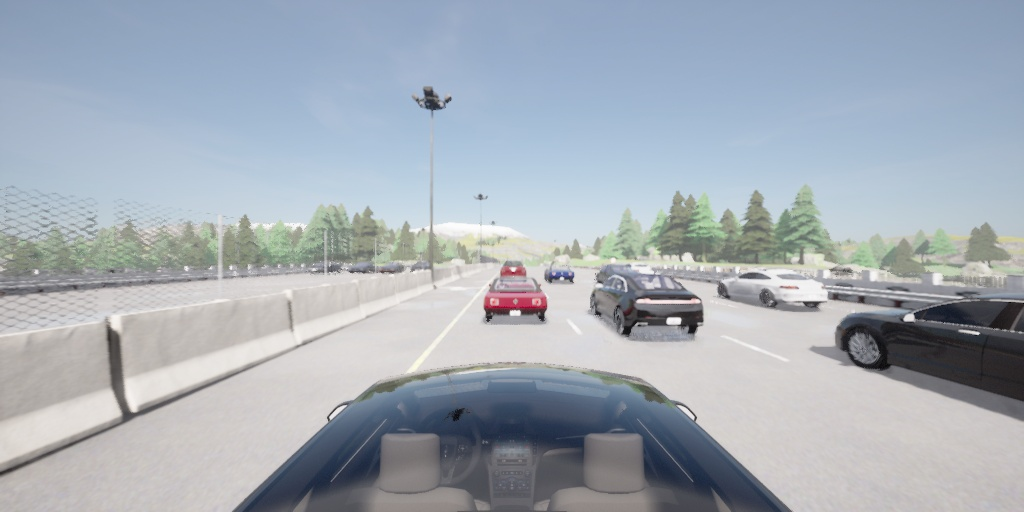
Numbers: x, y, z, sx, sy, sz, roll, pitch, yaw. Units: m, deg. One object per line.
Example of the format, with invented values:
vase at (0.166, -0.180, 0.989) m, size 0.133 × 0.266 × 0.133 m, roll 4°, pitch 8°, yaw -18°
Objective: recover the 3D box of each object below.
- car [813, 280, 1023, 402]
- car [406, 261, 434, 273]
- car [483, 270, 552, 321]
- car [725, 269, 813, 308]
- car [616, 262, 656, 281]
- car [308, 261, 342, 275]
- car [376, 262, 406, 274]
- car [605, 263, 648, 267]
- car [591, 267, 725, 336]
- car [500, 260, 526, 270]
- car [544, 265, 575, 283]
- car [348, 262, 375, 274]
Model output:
car at (7.097, 1.254, 4.849) m, size 1.837 × 1.490 × 4.892 m, roll 0°, pitch 0°, yaw 0°
car at (-10.583, 1.376, 42.453) m, size 1.837 × 1.490 × 4.892 m, roll 0°, pitch -1°, yaw 0°
car at (0.099, 1.345, 12.481) m, size 1.895 × 1.301 × 4.718 m, roll 0°, pitch 0°, yaw 0°
car at (10.584, 1.269, 14.944) m, size 1.812 × 1.442 × 4.674 m, roll 0°, pitch 0°, yaw 0°
car at (10.585, 1.292, 30.870) m, size 1.812 × 1.442 × 4.674 m, roll 0°, pitch 0°, yaw 0°
car at (-21.087, 1.340, 40.679) m, size 2.128 × 1.511 × 4.902 m, roll 0°, pitch -1°, yaw 0°
car at (-14.081, 1.422, 42.848) m, size 2.033 × 1.411 × 5.357 m, roll 0°, pitch -1°, yaw 0°
car at (7.100, 1.293, 24.473) m, size 2.033 × 1.411 × 5.357 m, roll 0°, pitch 0°, yaw 0°
car at (3.599, 1.237, 10.394) m, size 2.128 × 1.511 × 4.902 m, roll 0°, pitch 0°, yaw 0°
car at (0.099, 1.111, 29.556) m, size 2.097 × 1.767 × 4.553 m, roll 0°, pitch 0°, yaw 0°
car at (3.600, 1.354, 28.091) m, size 1.895 × 1.301 × 4.718 m, roll 0°, pitch 0°, yaw 0°
car at (-17.581, 1.422, 42.846) m, size 2.033 × 1.411 × 5.357 m, roll 0°, pitch -1°, yaw 0°
